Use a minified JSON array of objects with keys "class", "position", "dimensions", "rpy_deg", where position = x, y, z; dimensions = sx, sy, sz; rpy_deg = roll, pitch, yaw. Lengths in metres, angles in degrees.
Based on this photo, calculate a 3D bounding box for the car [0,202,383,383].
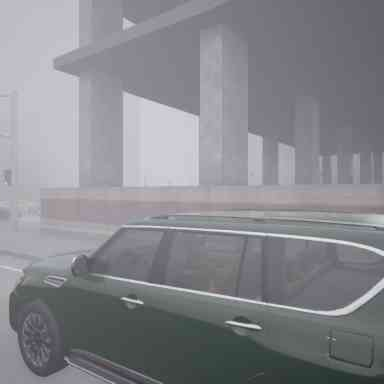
[{"class":"car","position":[0.130,1.221,3.890],"dimensions":[5.566,2.045,2.150],"rpy_deg":[0,0,35]}]

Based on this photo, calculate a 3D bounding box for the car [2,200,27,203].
[{"class":"car","position":[-15.529,1.582,25.293],"dimensions":[1.812,1.442,4.674],"rpy_deg":[0,0,36]}]

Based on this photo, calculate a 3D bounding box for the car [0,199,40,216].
[{"class":"car","position":[-18.332,1.533,33.759],"dimensions":[1.882,1.535,5.008],"rpy_deg":[0,0,36]}]
